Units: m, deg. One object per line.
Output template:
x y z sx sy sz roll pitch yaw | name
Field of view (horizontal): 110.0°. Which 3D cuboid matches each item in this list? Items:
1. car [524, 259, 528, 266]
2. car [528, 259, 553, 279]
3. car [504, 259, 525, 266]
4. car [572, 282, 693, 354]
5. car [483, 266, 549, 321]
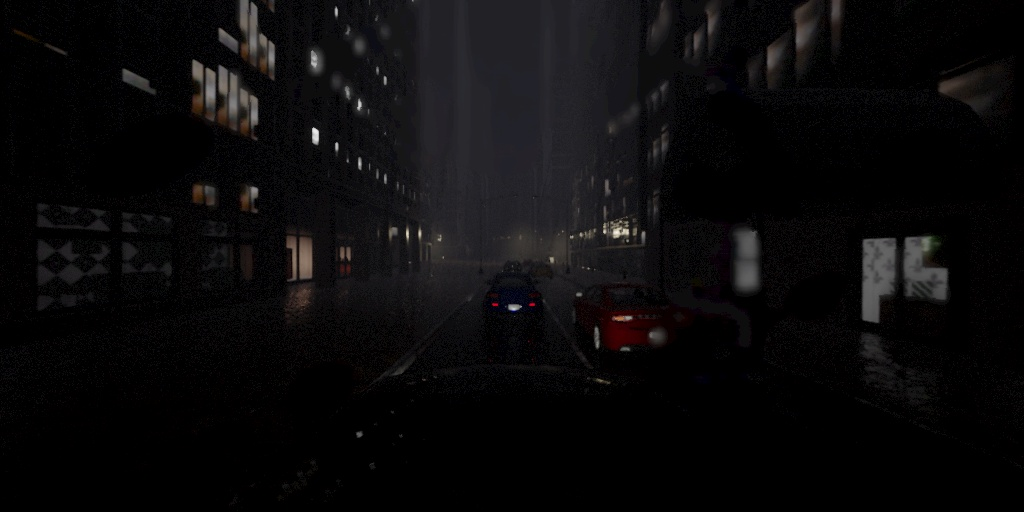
2.566 1.215 36.350 2.007 1.370 4.403 0 0 0 | car
2.566 1.204 30.968 1.751 1.417 4.829 0 0 0 | car
0.108 1.261 38.055 1.895 1.301 4.718 0 0 0 | car
2.565 1.279 8.592 1.888 1.381 4.507 0 0 0 | car
0.034 1.250 12.291 1.812 1.442 4.674 0 0 0 | car
